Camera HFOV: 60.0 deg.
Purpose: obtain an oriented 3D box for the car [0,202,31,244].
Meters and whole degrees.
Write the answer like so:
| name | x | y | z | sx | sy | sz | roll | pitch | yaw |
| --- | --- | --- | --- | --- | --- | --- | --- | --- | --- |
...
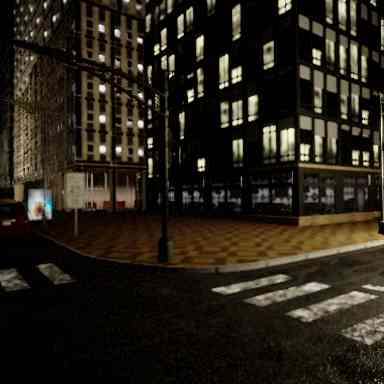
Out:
| name | x | y | z | sx | sy | sz | roll | pitch | yaw |
| --- | --- | --- | --- | --- | --- | --- | --- | --- | --- |
| car | -8.727 | 1.335 | 15.105 | 2.192 | 1.841 | 5.009 | 1 | -1 | -36 |
